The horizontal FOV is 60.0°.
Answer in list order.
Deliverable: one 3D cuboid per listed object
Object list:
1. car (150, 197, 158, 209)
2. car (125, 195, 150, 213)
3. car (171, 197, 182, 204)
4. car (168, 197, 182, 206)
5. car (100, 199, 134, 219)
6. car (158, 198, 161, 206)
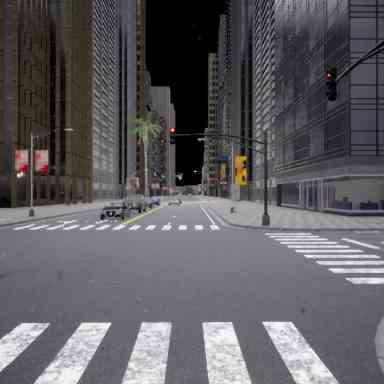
[{"bbox_3d":[-6.664,1.482,48.428,2.097,1.767,4.553,0,0,0],"label":"car"},{"bbox_3d":[-6.657,1.314,38.499,2.150,2.045,5.566,0,0,0],"label":"car"},{"bbox_3d":[-3.255,1.788,69.742,1.994,1.385,4.181,0,0,0],"label":"car"},{"bbox_3d":[-3.241,1.781,59.847,1.895,1.301,4.718,0,0,0],"label":"car"},{"bbox_3d":[-6.642,1.627,29.175,1.994,1.385,4.181,0,0,0],"label":"car"},{"bbox_3d":[-6.635,1.652,58.567,1.882,1.535,5.008,0,0,0],"label":"car"}]
